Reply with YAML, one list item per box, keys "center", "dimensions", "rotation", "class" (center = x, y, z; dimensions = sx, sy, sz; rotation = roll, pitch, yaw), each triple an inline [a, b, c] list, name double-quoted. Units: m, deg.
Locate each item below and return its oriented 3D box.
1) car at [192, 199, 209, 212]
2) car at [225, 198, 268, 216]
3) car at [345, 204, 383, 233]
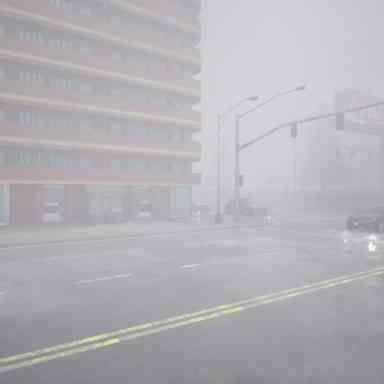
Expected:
- center: [0.261, 1.526, 39.812]
  dimensions: [1.812, 1.442, 4.674]
  rotation: [0, 0, -34]
  class: "car"
- center: [5.240, 1.352, 32.389]
  dimensions: [2.097, 1.767, 4.553]
  rotation: [0, 0, -34]
  class: "car"
- center: [11.076, 1.505, 19.731]
  dimensions: [4.892, 1.490, 1.837]
  rotation: [0, 0, -34]
  class: "car"
